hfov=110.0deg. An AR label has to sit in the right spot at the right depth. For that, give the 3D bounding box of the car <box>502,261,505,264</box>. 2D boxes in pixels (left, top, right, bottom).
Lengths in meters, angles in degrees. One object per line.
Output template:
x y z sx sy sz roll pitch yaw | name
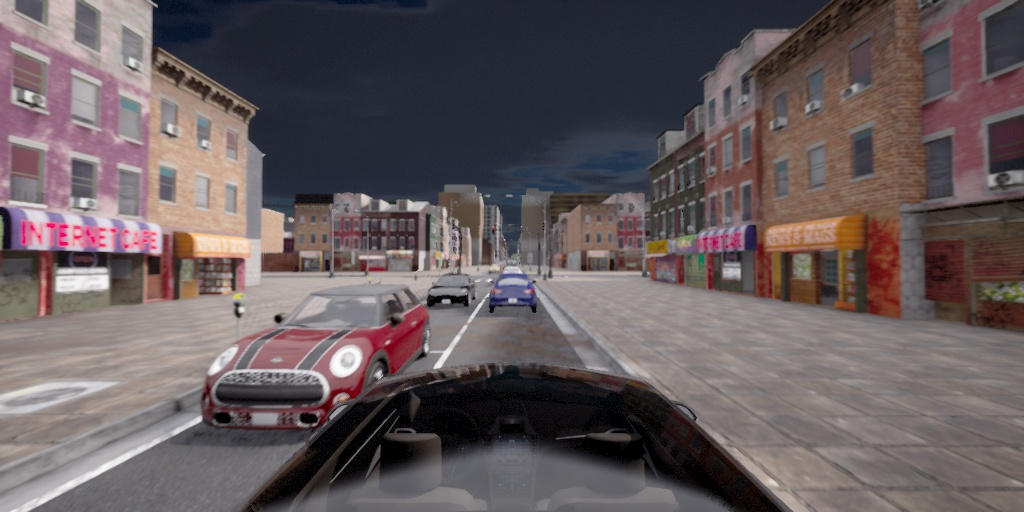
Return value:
-2.649 1.989 59.942 1.888 1.381 4.507 0 0 0 | car

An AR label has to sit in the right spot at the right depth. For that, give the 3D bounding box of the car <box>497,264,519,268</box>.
0.013 1.575 28.393 1.812 1.442 4.674 0 -1 0 | car

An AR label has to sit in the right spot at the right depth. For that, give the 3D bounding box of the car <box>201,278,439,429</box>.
-2.638 1.234 5.812 1.967 1.591 4.097 0 0 0 | car

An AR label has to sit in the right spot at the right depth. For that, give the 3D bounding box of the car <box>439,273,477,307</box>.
-2.640 1.478 16.572 1.948 1.339 4.313 0 0 0 | car

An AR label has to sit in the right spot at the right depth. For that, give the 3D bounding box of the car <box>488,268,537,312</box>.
0.050 1.419 14.891 1.812 1.442 4.674 0 0 1 | car

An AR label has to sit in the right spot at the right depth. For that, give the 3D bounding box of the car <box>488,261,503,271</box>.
-2.648 1.896 54.168 1.751 1.417 4.829 0 0 0 | car
